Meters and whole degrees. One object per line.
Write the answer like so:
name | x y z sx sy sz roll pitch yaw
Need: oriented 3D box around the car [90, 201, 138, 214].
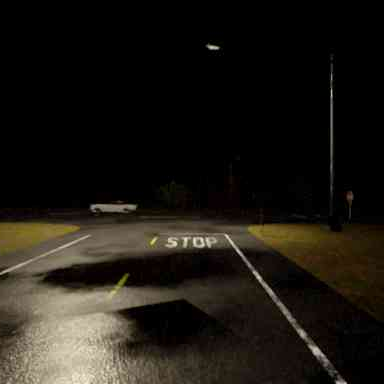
car | -8.027 1.542 34.315 4.718 1.301 1.895 0 0 -1
